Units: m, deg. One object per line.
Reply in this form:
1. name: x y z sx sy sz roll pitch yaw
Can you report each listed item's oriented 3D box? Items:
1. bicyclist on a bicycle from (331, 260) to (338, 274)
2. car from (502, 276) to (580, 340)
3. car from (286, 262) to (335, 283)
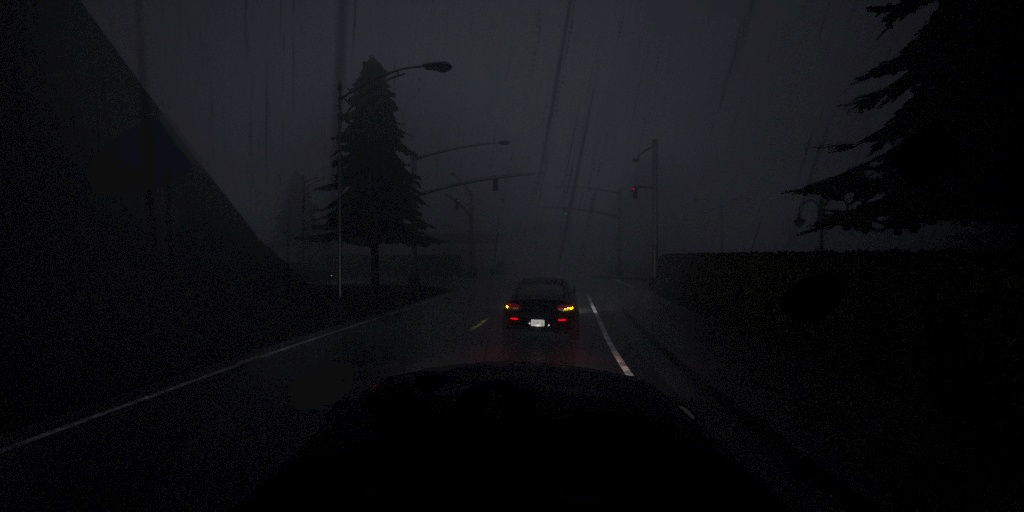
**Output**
1. bicyclist on a bicycle: -17.423 1.203 35.244 0.582 1.620 1.656 0 0 8
2. car: 0.904 1.276 9.997 1.812 1.442 4.674 0 0 9
3. car: -16.286 1.255 27.939 4.892 1.490 1.837 0 0 9
